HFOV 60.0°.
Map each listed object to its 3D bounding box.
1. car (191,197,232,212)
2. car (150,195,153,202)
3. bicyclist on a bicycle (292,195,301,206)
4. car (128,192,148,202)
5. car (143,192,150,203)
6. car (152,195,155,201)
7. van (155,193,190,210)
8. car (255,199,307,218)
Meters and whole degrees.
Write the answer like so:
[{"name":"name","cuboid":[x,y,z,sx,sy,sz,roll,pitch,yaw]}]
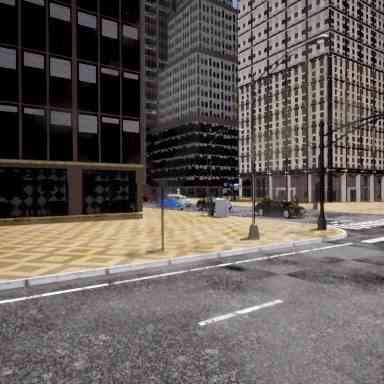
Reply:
[{"name":"car","cuboid":[2.432,1.362,37.041,2.128,1.511,4.902,-1,1,-34]},{"name":"car","cuboid":[-4.737,1.036,57.999,2.192,1.841,5.009,0,0,-34]},{"name":"bicyclist on a bicycle","cuboid":[12.012,1.119,38.461,1.656,1.620,0.582,-1,1,-34]},{"name":"car","cuboid":[-10.940,0.983,67.179,2.192,1.841,5.009,0,0,-34]},{"name":"car","cuboid":[-7.838,1.239,62.590,1.887,1.381,4.507,0,0,-34]},{"name":"car","cuboid":[-3.219,1.349,45.419,1.812,1.442,4.674,-1,1,-34]},{"name":"van","cuboid":[-2.376,1.211,39.539,1.690,1.788,3.998,0,0,-34]},{"name":"car","cuboid":[7.706,1.420,29.233,1.837,1.490,4.892,-1,1,-34]}]
